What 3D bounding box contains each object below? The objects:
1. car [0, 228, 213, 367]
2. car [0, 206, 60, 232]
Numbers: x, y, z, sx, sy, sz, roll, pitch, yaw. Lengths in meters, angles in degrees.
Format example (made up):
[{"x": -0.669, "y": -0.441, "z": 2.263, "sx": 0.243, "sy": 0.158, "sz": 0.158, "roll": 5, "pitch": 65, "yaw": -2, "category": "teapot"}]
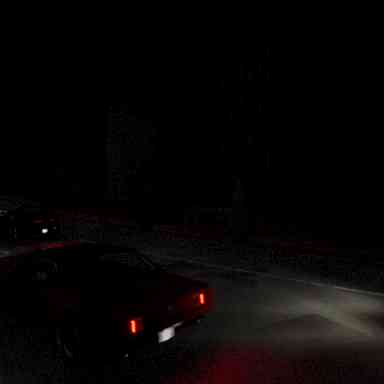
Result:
[{"x": -2.050, "y": 1.582, "z": 5.796, "sx": 4.718, "sy": 1.301, "sz": 1.895, "roll": 0, "pitch": 0, "yaw": 39, "category": "car"}, {"x": -8.126, "y": 1.434, "z": 16.350, "sx": 1.837, "sy": 1.490, "sz": 4.892, "roll": 0, "pitch": 0, "yaw": -43, "category": "car"}]
